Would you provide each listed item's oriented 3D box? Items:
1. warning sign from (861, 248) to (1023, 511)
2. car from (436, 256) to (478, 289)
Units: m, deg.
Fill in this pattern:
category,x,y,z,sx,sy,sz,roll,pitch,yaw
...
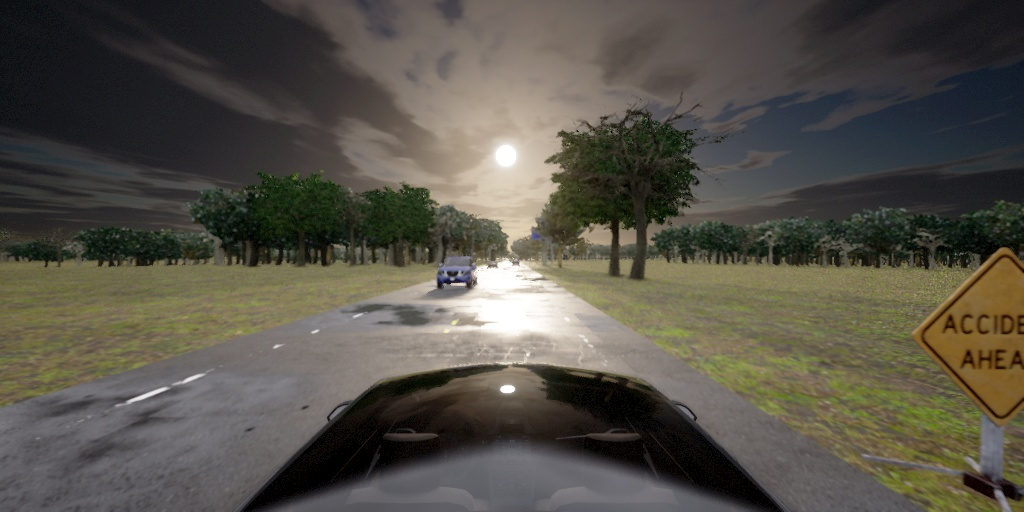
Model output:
category,x,y,z,sx,sy,sz,roll,pitch,yaw
warning sign,3.551,0.868,2.661,1.300,1.860,1.060,0,0,0
car,-3.595,1.044,24.339,2.150,2.045,5.566,0,0,0
